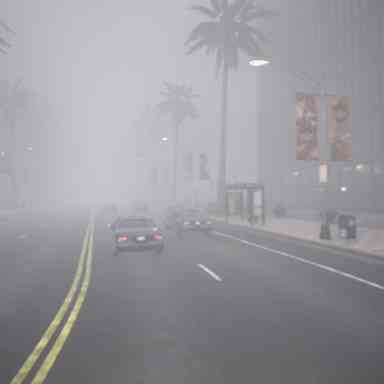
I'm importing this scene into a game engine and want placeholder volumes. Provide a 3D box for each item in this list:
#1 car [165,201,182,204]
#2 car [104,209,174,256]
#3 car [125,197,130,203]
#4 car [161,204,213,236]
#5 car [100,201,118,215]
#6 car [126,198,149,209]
[{"bbox_3d":[-2.131,1.707,36.267,2.231,1.521,4.892,0,0,-16],"label":"car"},{"bbox_3d":[-2.408,1.647,13.679,2.033,1.411,5.357,0,0,-16],"label":"car"},{"bbox_3d":[-16.034,2.143,85.651,2.161,1.482,4.786,0,0,-16],"label":"car"},{"bbox_3d":[-0.393,1.662,19.410,2.033,1.411,5.357,0,0,-16],"label":"car"},{"bbox_3d":[-9.695,1.834,39.086,1.812,1.442,4.674,0,0,-16],"label":"car"},{"bbox_3d":[-6.346,1.833,40.104,2.033,1.411,5.357,0,0,-16],"label":"car"}]
